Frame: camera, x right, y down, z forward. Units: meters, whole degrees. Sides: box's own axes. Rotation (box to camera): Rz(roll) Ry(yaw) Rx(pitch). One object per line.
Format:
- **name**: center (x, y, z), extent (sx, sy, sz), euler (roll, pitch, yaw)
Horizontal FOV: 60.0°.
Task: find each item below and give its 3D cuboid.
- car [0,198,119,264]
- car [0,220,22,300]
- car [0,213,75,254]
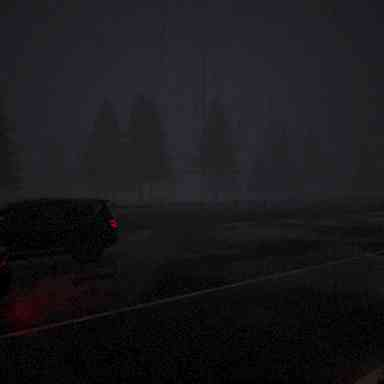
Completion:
- **car**: center (-5.036, 1.214, 10.212), extent (5.566, 2.045, 2.150), euler (0, 0, -35)
- **car**: center (-5.751, 1.483, 5.409), extent (5.008, 1.535, 1.882), euler (0, 0, -35)
- **car**: center (-7.244, 1.594, 12.935), extent (4.718, 1.301, 1.895), euler (0, 0, -35)
